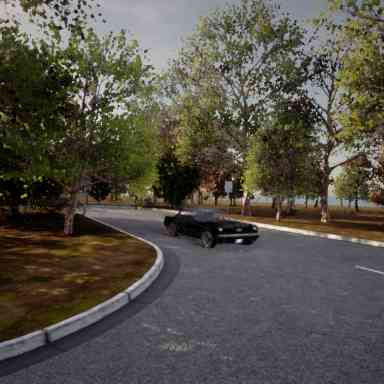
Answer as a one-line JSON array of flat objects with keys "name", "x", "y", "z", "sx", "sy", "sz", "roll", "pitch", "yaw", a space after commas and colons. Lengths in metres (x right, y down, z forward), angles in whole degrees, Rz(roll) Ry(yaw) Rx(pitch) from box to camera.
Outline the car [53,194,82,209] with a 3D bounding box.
[{"name": "car", "x": -12.728, "y": 0.879, "z": 31.904, "sx": 4.181, "sy": 1.385, "sz": 1.994, "roll": 1, "pitch": -1, "yaw": 17}]

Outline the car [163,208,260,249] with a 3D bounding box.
[{"name": "car", "x": 0.586, "y": 1.320, "z": 13.298, "sx": 1.895, "sy": 1.301, "sz": 4.718, "roll": 1, "pitch": 0, "yaw": -28}]
